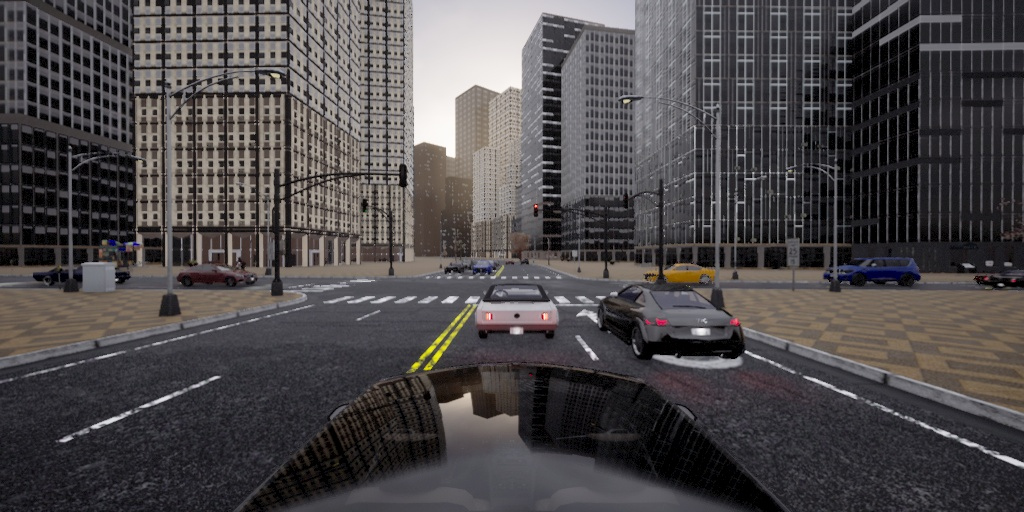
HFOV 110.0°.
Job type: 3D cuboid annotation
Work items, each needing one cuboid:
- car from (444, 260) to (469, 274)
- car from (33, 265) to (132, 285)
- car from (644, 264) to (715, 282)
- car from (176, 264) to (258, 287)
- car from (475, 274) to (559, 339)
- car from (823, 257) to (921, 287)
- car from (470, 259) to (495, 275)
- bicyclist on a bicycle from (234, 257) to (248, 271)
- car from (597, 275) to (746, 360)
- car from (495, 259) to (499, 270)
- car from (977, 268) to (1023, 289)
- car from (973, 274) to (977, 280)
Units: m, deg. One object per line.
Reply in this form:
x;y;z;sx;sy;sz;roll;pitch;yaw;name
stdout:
-6.559;1.396;41.406;1.895;1.301;4.718;0;0;0;car
-28.571;1.269;23.964;4.718;1.301;1.895;0;0;1;car
12.296;1.313;26.388;5.008;1.535;1.882;0;1;2;car
-19.462;1.236;23.725;4.674;1.442;1.812;0;0;1;car
0.108;1.364;10.125;1.895;1.301;4.718;0;0;0;car
26.058;1.121;26.056;5.566;2.045;2.150;0;0;2;car
-3.307;1.272;40.735;1.882;1.535;5.008;0;0;0;car
-24.674;0.930;32.595;0.582;1.620;1.656;0;1;1;bicyclist on a bicycle
3.362;1.325;8.409;1.994;1.385;4.181;0;0;0;car
-3.294;1.321;51.584;1.812;1.442;4.674;0;0;0;car
33.235;1.551;22.700;4.718;1.301;1.895;0;0;1;car
36.692;1.546;25.814;4.718;1.301;1.895;0;0;1;car
